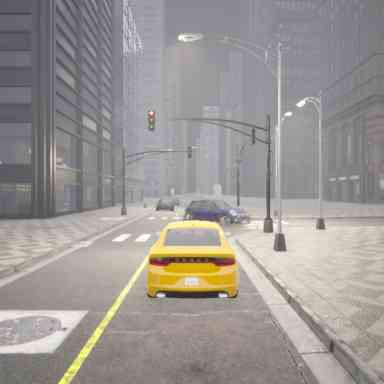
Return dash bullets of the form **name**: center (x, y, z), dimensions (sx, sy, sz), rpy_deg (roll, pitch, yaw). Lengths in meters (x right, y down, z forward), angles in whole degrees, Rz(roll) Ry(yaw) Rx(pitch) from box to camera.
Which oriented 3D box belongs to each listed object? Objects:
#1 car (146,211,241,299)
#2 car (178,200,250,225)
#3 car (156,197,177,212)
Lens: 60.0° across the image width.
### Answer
- **car**: center (0.028, 1.477, 8.538), dimensions (1.882, 1.535, 5.008), rpy_deg (0, 0, 1)
- **car**: center (1.629, 1.315, 22.518), dimensions (4.553, 1.767, 2.097), rpy_deg (0, 0, 40)
- **car**: center (-3.110, 1.480, 38.763), dimensions (1.882, 1.535, 5.008), rpy_deg (0, 0, 0)
